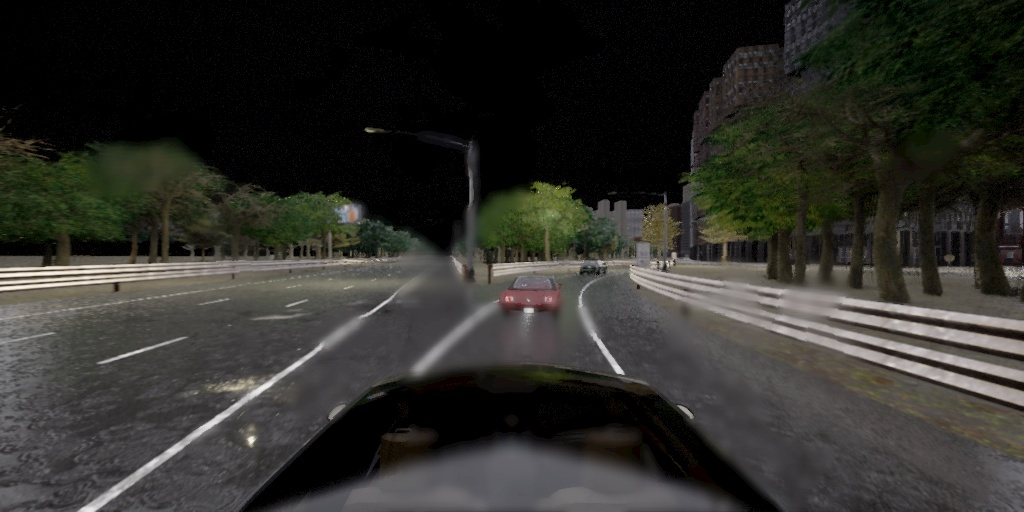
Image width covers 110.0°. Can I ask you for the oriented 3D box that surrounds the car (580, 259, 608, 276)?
[{"bbox_3d":[8.884,1.152,38.664,2.097,1.767,4.553,1,0,26],"label":"car"}]

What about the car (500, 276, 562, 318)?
[{"bbox_3d":[0.875,1.360,13.065,1.895,1.301,4.718,0,0,8],"label":"car"}]
